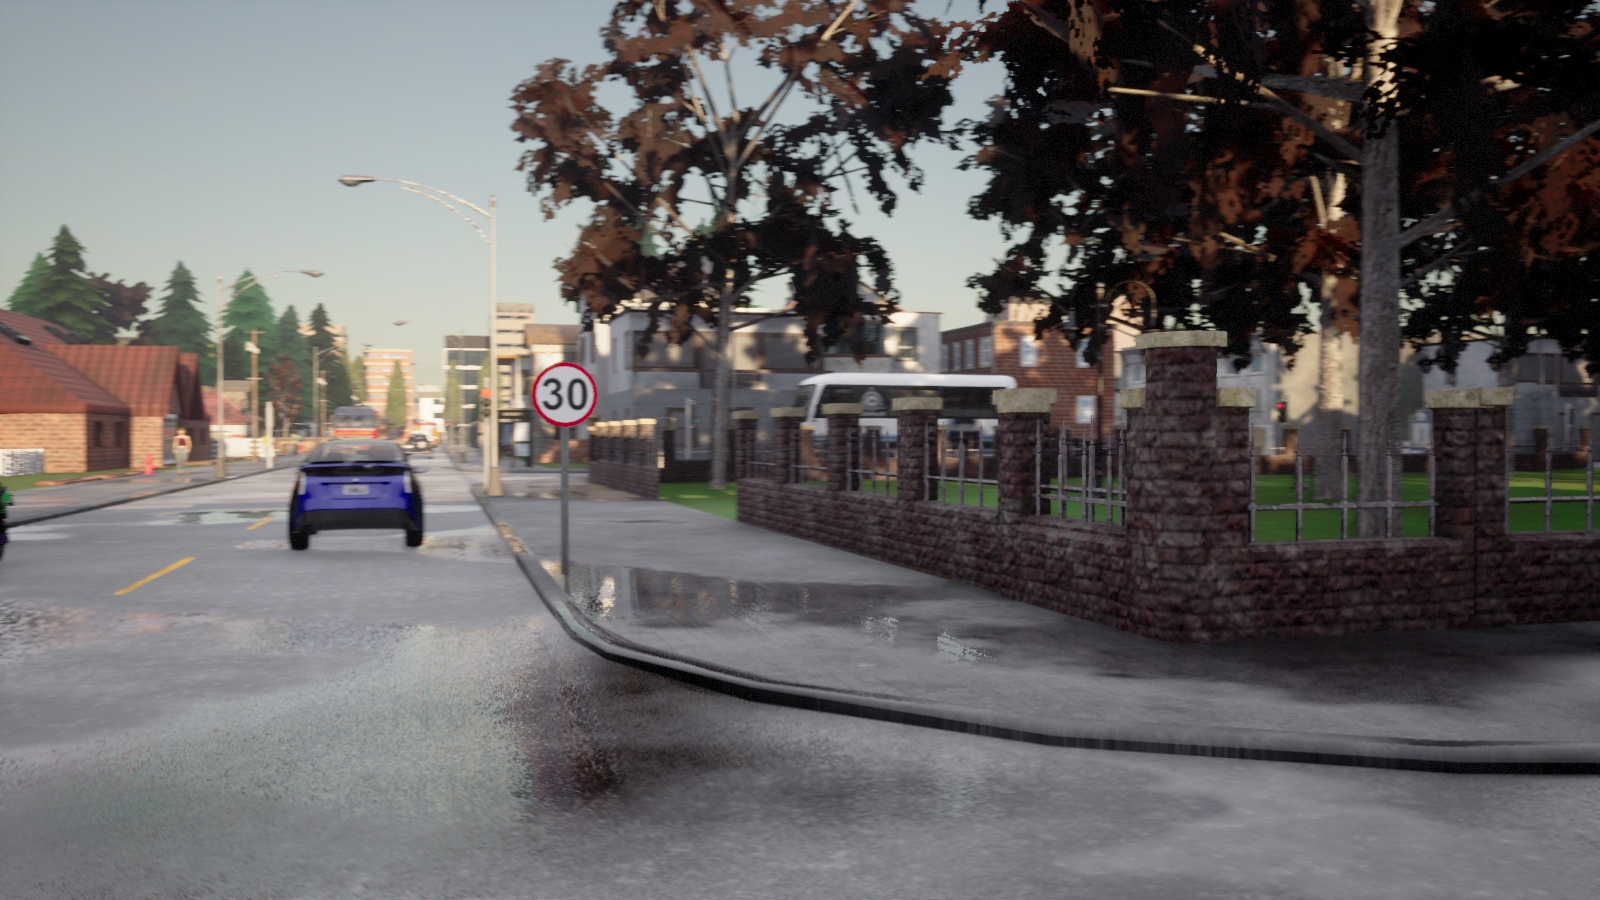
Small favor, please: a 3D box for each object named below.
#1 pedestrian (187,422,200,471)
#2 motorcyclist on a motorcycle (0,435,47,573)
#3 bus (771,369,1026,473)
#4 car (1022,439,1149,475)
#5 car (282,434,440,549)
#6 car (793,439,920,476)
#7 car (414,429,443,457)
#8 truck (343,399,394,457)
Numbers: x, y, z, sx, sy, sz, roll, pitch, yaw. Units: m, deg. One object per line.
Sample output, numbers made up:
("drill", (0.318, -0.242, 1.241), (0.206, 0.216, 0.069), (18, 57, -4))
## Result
("pedestrian", (-23.150, -0.142, 47.904), (0.345, 1.836, 0.594), (0, 1, -16))
("motorcyclist on a motorcycle", (-9.479, 0.594, 14.531), (0.797, 1.523, 2.044), (0, 1, -16))
("bus", (4.227, -1.166, 54.612), (10.273, 4.253, 3.944), (0, 1, -16))
("car", (11.940, 0.278, 52.554), (4.892, 1.490, 1.837), (0, 1, -18))
("car", (-6.548, 0.520, 19.046), (2.007, 1.525, 4.514), (0, 1, -17))
("car", (2.233, 0.283, 49.784), (4.674, 1.442, 1.812), (0, 1, -19))
("car", (-25.820, -0.504, 87.386), (1.932, 1.855, 4.605), (0, 1, -16))
("truck", (-30.044, -1.510, 87.628), (2.891, 3.827, 8.468), (0, 1, -16))
